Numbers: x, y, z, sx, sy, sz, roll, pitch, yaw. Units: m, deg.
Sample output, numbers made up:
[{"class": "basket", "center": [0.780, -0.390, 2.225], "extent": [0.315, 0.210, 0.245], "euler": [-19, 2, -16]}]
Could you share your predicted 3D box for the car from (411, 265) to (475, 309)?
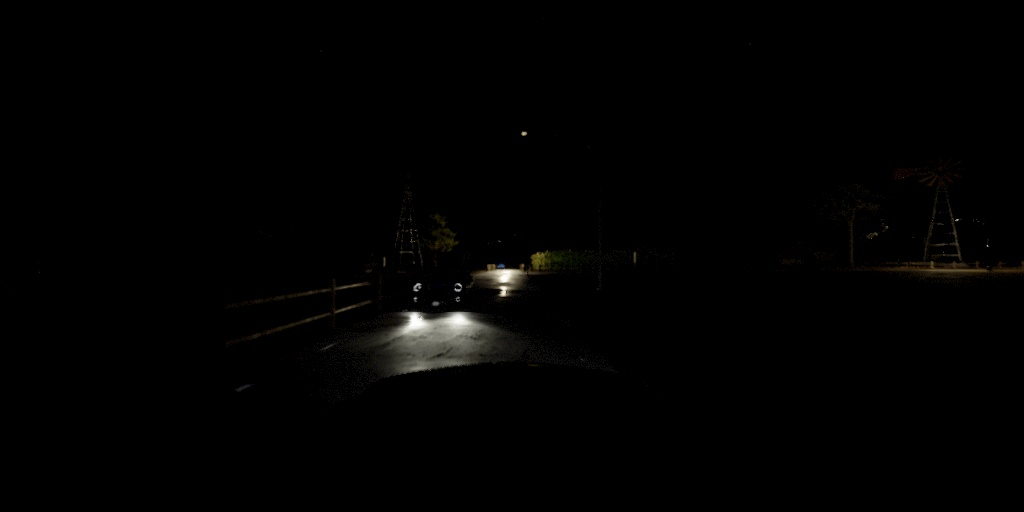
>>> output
[{"class": "car", "center": [-2.856, 1.219, 15.656], "extent": [2.097, 1.767, 4.553], "euler": [0, -1, 0]}]
